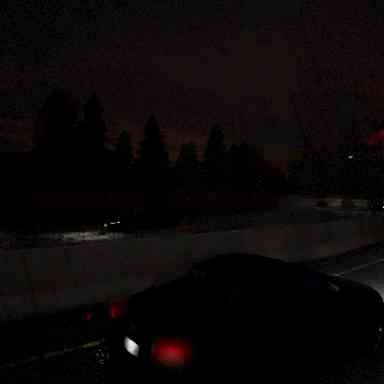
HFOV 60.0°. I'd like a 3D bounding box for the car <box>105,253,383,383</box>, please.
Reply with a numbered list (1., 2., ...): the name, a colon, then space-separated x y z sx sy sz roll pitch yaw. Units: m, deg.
1. car: 0.968 1.597 4.679 4.181 1.385 1.994 1 0 -37
